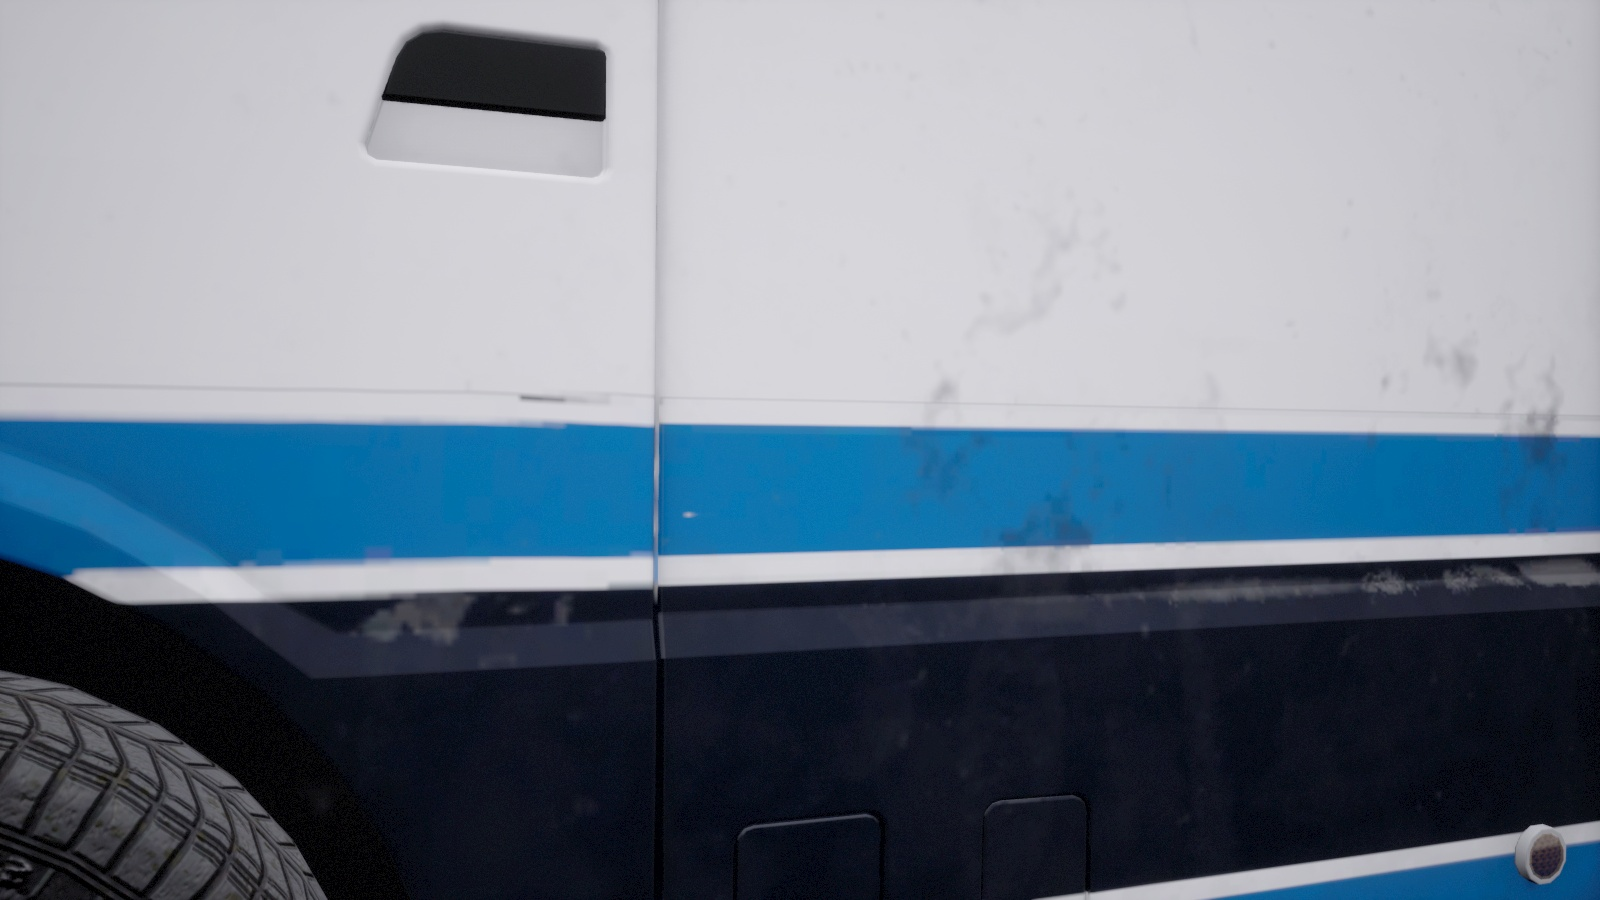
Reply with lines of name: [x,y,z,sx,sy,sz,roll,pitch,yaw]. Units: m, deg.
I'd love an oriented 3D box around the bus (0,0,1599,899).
bus: [1.219,-0.652,3.684,10.273,4.253,3.944,-1,1,-21]
